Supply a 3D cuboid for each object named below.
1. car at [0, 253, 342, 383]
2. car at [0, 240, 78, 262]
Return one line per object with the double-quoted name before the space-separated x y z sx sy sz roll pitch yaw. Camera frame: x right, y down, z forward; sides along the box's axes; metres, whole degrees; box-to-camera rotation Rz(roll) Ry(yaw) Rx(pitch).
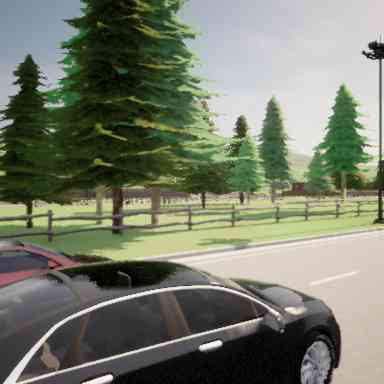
"car" -0.383 1.504 3.473 4.892 1.490 1.837 0 0 -36
"car" -3.089 1.563 5.842 4.181 1.385 1.994 0 0 -36
